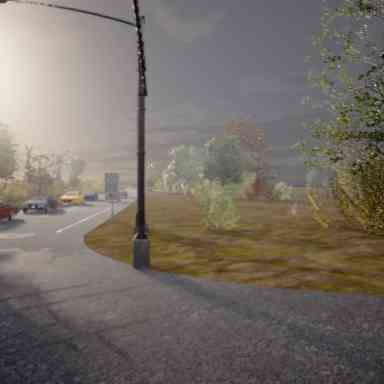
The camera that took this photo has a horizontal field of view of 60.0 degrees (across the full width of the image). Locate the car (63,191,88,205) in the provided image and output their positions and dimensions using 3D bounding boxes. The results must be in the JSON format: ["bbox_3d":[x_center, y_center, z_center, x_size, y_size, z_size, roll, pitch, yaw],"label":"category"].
[{"bbox_3d":[-14.037,0.707,39.190,1.882,1.535,5.008,0,1,-6],"label":"car"}]

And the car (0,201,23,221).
[{"bbox_3d":[-12.161,1.188,19.718,1.895,1.301,4.718,0,1,-5],"label":"car"}]

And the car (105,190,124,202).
[{"bbox_3d":[-11.372,0.606,47.997,1.812,1.442,4.674,0,1,-6],"label":"car"}]

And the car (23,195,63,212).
[{"bbox_3d":[-13.039,0.983,28.865,1.994,1.385,4.181,0,1,-6],"label":"car"}]

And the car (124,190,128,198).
[{"bbox_3d":[-13.162,0.296,62.956,2.128,1.511,4.902,0,1,-7],"label":"car"}]

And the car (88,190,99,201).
[{"bbox_3d":[-15.161,0.515,49.581,1.882,1.535,5.008,0,1,-6],"label":"car"}]
